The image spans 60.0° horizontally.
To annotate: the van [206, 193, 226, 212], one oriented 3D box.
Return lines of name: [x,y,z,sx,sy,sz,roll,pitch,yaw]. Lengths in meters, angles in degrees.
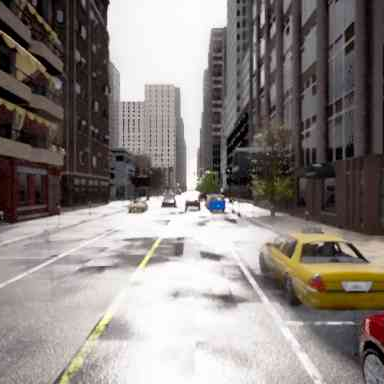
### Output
van: [2.689,1.214,35.885,1.690,1.788,3.998,0,0,0]

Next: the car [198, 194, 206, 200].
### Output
car: [2.687,1.306,90.649,1.887,1.381,4.507,0,0,0]

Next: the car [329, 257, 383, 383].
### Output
car: [2.690,1.537,1.905,1.887,1.381,4.507,0,0,0]

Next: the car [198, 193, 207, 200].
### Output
car: [2.687,1.084,85.124,2.192,1.841,5.009,0,0,0]

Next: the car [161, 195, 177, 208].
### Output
car: [-3.023,1.410,44.450,1.994,1.385,4.181,0,0,0]

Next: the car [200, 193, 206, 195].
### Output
car: [2.687,1.092,79.600,2.192,1.841,5.009,0,0,0]

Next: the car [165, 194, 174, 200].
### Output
car: [-5.693,1.209,85.122,1.967,1.590,4.097,0,0,0]

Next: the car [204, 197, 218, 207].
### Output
car: [2.689,1.420,47.213,1.802,1.307,4.206,0,0,0]

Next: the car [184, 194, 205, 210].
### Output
car: [0.099,1.349,40.690,2.128,1.511,4.902,0,0,0]

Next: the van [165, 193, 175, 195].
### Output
van: [-5.693,1.118,79.598,1.690,1.788,3.998,0,0,0]

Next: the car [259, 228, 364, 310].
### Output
car: [2.690,1.495,7.736,1.752,1.417,4.829,0,0,0]

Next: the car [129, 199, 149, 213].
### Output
car: [-5.691,1.399,35.716,1.752,1.417,4.829,0,0,0]
